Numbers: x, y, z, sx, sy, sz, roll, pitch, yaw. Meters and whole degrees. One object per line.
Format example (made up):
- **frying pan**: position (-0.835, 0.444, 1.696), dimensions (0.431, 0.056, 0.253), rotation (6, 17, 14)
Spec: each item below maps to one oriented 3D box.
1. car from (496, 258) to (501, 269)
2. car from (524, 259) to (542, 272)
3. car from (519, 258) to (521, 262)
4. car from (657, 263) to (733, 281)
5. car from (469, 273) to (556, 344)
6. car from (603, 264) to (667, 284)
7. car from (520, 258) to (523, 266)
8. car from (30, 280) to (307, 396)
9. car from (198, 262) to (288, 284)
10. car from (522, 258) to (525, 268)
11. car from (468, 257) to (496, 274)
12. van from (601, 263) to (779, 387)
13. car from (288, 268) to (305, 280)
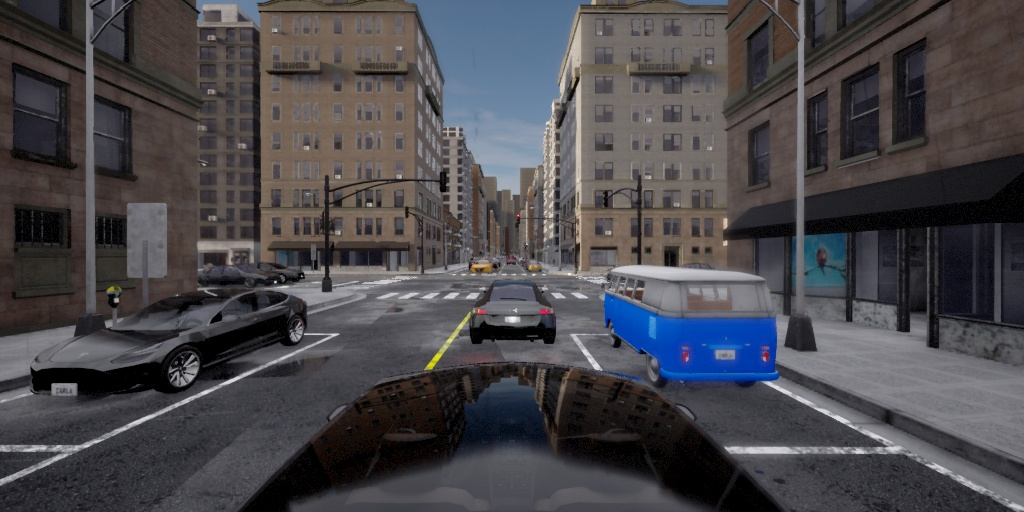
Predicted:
- **car**: position (-3.114, 1.338, 55.565), dimensions (1.895, 1.301, 4.718), rotation (0, 0, 0)
- **car**: position (2.908, 1.267, 46.029), dimensions (1.751, 1.417, 4.829), rotation (0, 0, 0)
- **car**: position (2.780, 1.298, 62.437), dimensions (1.948, 1.339, 4.313), rotation (0, 0, 0)
- **car**: position (15.220, 1.289, 29.987), dimensions (5.357, 1.411, 2.033), rotation (0, 0, 0)
- **car**: position (0.042, 1.314, 9.592), dimensions (1.994, 1.385, 4.181), rotation (0, 0, 1)
- **car**: position (9.074, 1.318, 26.695), dimensions (4.181, 1.385, 1.994), rotation (0, 0, 6)
- **car**: position (2.823, 1.286, 56.911), dimensions (2.007, 1.370, 4.403), rotation (0, 0, 0)
- **car**: position (-5.643, 1.315, 6.710), dimensions (1.948, 1.339, 4.313), rotation (0, 0, 0)
- **car**: position (-17.901, 1.282, 23.095), dimensions (5.357, 1.411, 2.033), rotation (0, 0, 0)
- **car**: position (2.866, 1.179, 51.385), dimensions (1.967, 1.591, 4.097), rotation (0, 0, 0)
- **car**: position (-3.312, 1.220, 40.515), dimensions (1.882, 1.535, 5.008), rotation (0, 0, 5)
- **van**: position (2.882, 1.091, 6.669), dimensions (1.690, 1.789, 3.998), rotation (0, 0, 0)
- **car**: position (-17.871, 1.230, 26.347), dimensions (4.892, 1.490, 1.837), rotation (0, 0, 0)
